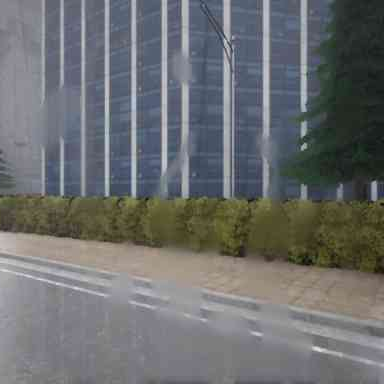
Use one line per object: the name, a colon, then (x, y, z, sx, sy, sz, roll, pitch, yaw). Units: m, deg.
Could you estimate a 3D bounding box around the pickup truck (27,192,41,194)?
pickup truck: (-33.617, 1.059, 72.137, 6.274, 2.098, 2.390, 0, 0, -26)
